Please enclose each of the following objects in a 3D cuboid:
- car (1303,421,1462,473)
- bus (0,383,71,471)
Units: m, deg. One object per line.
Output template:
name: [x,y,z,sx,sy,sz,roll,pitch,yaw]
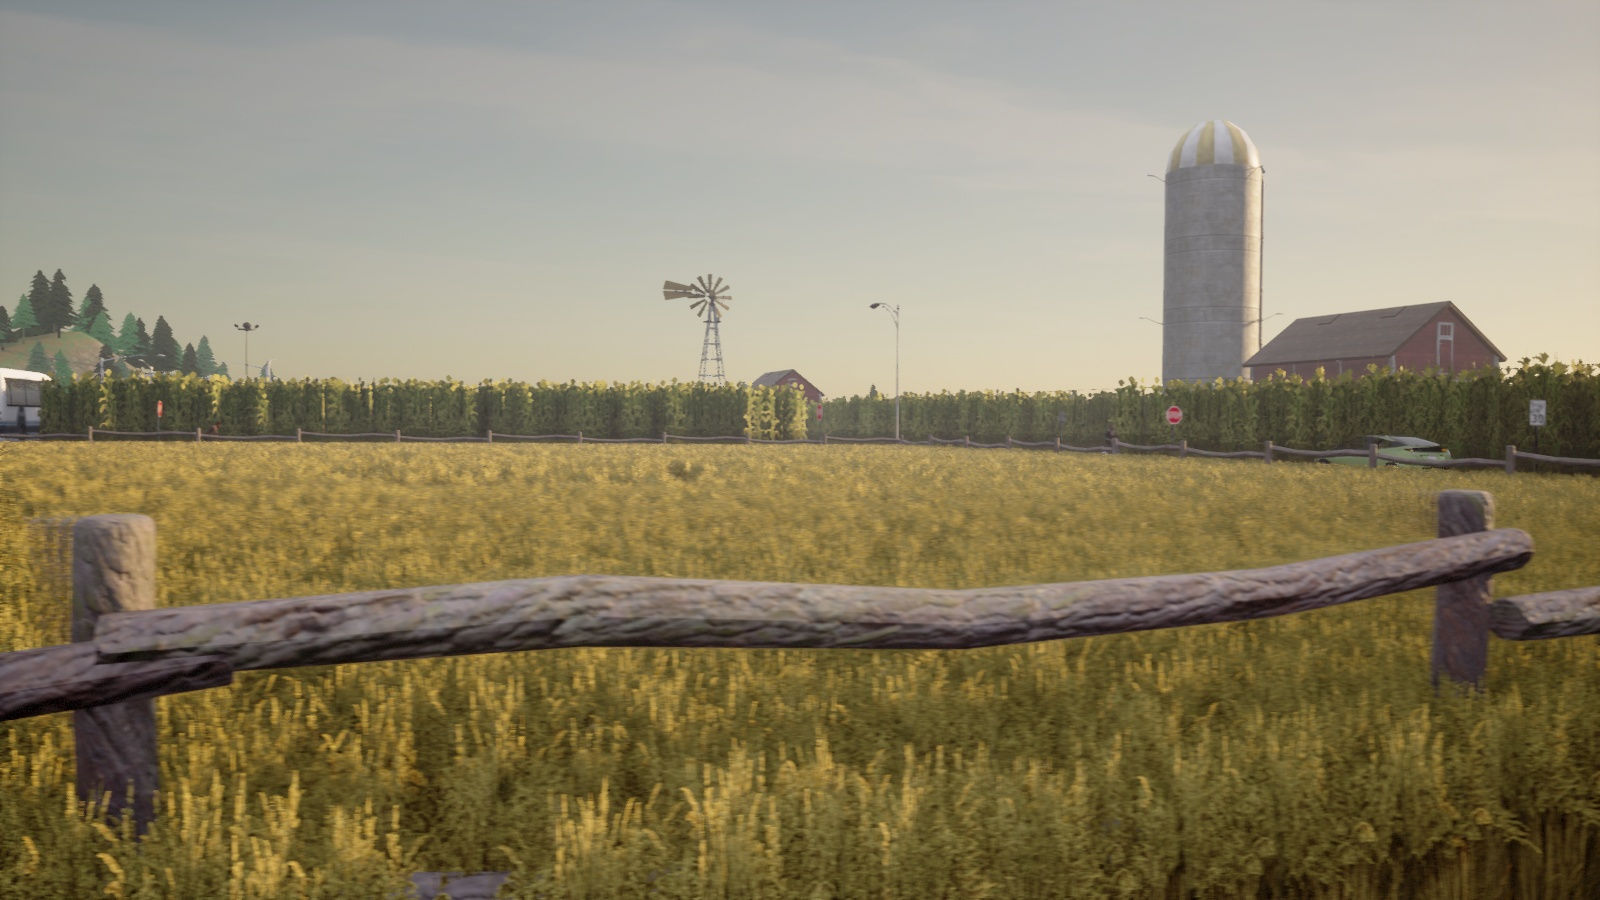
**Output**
car: [18.220,-0.147,39.529,2.007,1.525,4.514,-1,1,-17]
bus: [-41.319,-1.190,65.026,3.944,4.253,10.273,-1,1,-18]
